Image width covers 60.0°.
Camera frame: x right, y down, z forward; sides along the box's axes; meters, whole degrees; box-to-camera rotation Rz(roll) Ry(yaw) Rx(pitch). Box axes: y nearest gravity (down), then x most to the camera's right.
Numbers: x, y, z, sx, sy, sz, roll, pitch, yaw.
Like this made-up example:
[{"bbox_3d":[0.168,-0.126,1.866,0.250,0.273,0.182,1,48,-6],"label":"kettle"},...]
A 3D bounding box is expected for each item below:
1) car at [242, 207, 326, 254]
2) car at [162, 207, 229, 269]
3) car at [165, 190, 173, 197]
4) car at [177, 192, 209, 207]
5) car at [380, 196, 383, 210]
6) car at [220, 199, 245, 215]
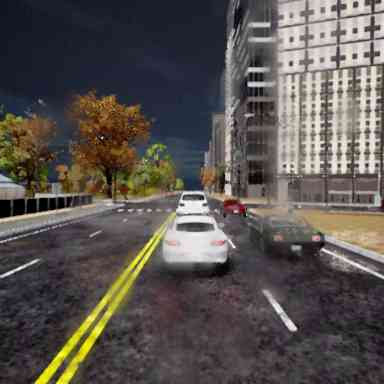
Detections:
[{"bbox_3d":[3.345,1.489,12.854,1.895,1.301,4.718,0,0,0],"label":"car"},{"bbox_3d":[0.088,1.433,10.634,1.812,1.442,4.674,0,1,0],"label":"car"},{"bbox_3d":[-6.519,0.511,95.104,2.150,2.045,5.566,0,0,0],"label":"car"},{"bbox_3d":[0.087,1.010,25.199,2.150,2.045,5.566,0,1,0],"label":"car"},{"bbox_3d":[23.006,1.351,35.637,5.009,1.841,2.192,1,2,20],"label":"car"},{"bbox_3d":[3.341,1.295,27.527,1.812,1.442,4.674,0,0,0],"label":"car"}]
